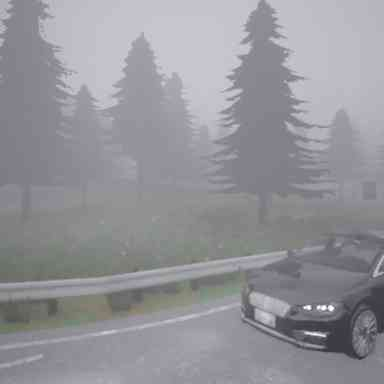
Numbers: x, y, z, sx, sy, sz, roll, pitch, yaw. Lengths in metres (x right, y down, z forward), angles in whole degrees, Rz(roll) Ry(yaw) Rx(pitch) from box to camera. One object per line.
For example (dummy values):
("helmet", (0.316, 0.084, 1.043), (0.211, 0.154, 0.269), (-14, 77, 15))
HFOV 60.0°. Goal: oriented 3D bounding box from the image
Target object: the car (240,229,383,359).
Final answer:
("car", (3.035, 1.489, 6.041), (4.902, 1.511, 2.128), (0, 0, -35))
